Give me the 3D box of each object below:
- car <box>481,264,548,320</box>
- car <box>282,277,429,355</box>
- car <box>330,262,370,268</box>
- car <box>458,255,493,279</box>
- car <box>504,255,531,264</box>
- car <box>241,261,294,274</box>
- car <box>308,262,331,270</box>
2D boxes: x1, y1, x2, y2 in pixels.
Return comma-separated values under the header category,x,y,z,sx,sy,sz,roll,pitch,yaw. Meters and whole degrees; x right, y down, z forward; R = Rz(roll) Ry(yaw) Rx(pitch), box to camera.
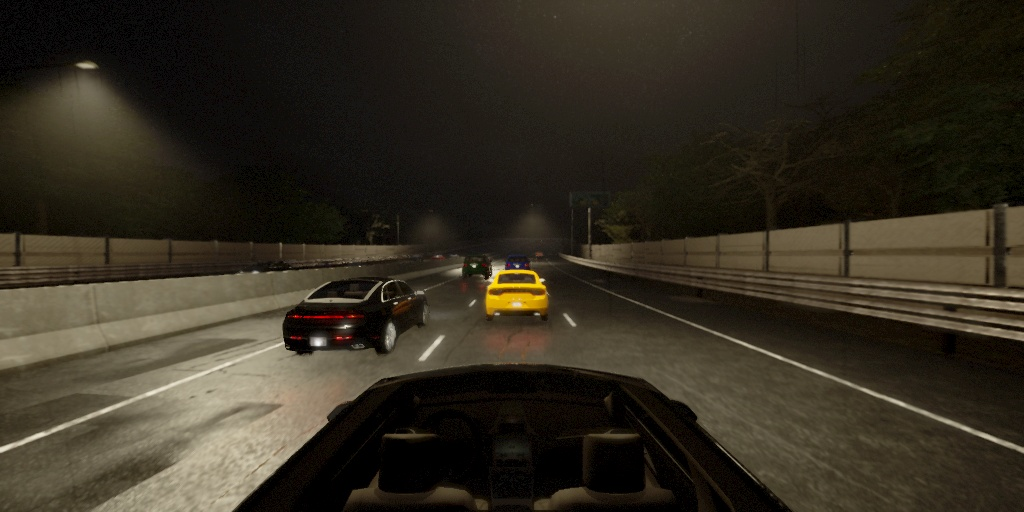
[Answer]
category,x,y,z,sx,sy,sz,roll,pitch,yaw
car,0.169,1.225,12.673,1.882,1.535,5.008,0,0,1
car,-3.363,1.252,8.675,1.837,1.490,4.892,0,0,0
car,-13.690,1.246,31.567,1.994,1.385,4.181,0,0,2
car,-2.994,0.910,31.640,2.150,2.045,5.566,0,0,1
car,0.507,0.912,31.657,2.150,2.045,5.566,0,0,1
car,-20.716,1.192,30.582,1.837,1.490,4.892,0,0,2
car,-17.144,1.231,33.317,1.994,1.385,4.181,0,0,2
